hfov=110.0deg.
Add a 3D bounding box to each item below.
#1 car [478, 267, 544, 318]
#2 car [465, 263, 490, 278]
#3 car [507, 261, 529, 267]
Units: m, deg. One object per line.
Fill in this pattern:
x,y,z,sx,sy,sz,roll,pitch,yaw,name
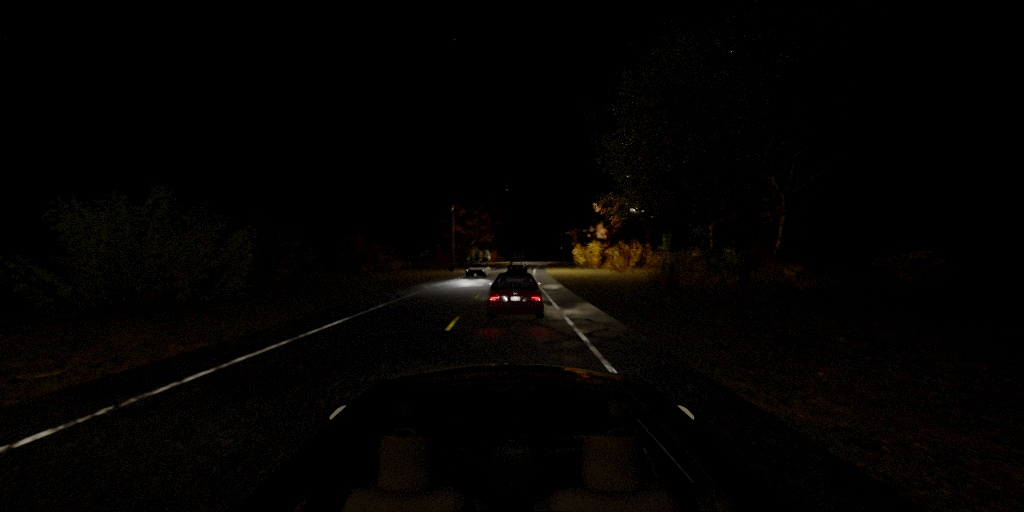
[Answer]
0.109,1.298,13.018,2.033,1.411,5.357,0,0,0,car
-3.124,1.351,33.573,1.895,1.301,4.718,0,0,3,car
0.563,1.242,33.036,2.128,1.511,4.902,0,0,2,car
